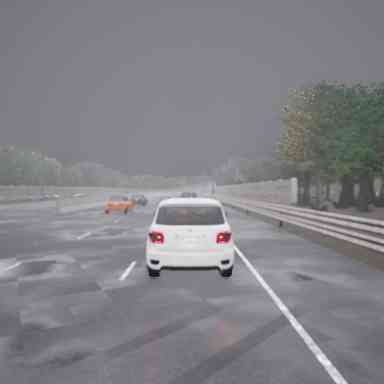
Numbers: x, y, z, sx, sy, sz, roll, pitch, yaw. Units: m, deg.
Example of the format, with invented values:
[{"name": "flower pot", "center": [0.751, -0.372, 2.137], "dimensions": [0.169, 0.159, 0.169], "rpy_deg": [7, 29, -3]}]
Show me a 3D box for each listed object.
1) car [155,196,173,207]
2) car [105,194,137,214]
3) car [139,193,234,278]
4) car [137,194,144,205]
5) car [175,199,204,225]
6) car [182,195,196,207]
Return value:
[{"name": "car", "center": [-3.978, 1.297, 48.275], "dimensions": [2.033, 1.411, 5.357], "rpy_deg": [0, 0, 1]}, {"name": "car", "center": [-7.237, 1.178, 33.547], "dimensions": [2.097, 1.767, 4.553], "rpy_deg": [0, 0, -1]}, {"name": "car", "center": [-0.049, 1.169, 10.131], "dimensions": [2.150, 2.045, 5.566], "rpy_deg": [0, 1, 0]}, {"name": "car", "center": [-7.436, 1.108, 46.699], "dimensions": [2.097, 1.767, 4.553], "rpy_deg": [0, 0, -1]}, {"name": "car", "center": [-0.196, 1.352, 24.022], "dimensions": [1.882, 1.535, 5.008], "rpy_deg": [0, 0, -1]}, {"name": "car", "center": [-0.455, 1.257, 47.809], "dimensions": [1.837, 1.490, 4.892], "rpy_deg": [0, 1, -1]}]
